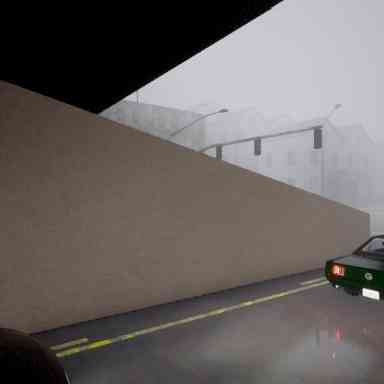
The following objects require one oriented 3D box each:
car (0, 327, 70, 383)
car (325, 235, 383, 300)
[{"bbox_3d":[-3.112,1.492,1.541,4.902,1.511,2.128,0,0,-35],"label":"car"},{"bbox_3d":[5.133,1.601,7.437,4.718,1.301,1.895,0,0,-35],"label":"car"}]
